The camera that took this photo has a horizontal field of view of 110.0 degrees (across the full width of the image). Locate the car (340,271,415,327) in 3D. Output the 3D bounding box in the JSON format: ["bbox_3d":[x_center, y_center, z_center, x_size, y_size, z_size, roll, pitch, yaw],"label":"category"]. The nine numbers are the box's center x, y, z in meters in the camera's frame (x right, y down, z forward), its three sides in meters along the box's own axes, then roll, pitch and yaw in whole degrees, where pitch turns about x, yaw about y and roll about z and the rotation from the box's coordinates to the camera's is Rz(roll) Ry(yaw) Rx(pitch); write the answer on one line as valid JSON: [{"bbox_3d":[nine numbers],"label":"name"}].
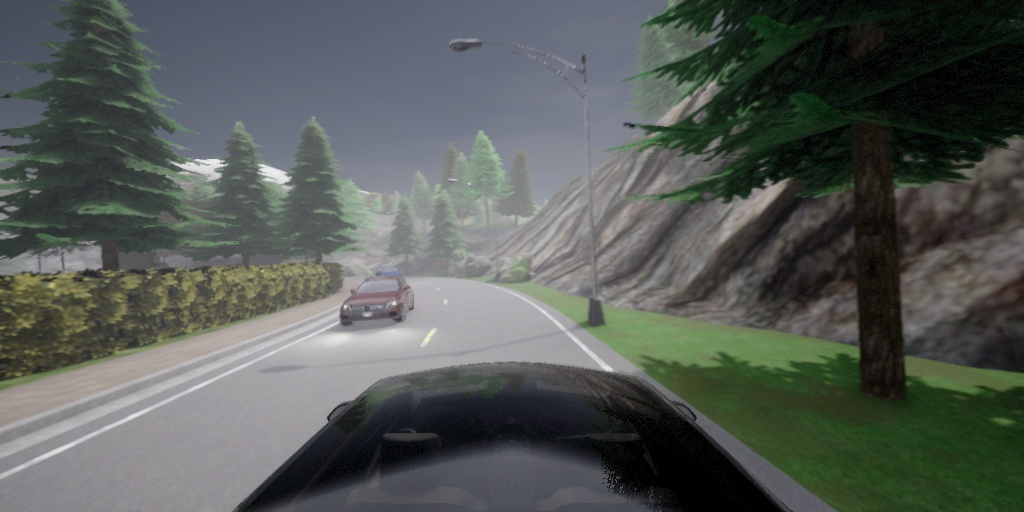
[{"bbox_3d":[-4.632,1.484,12.938,1.812,1.442,4.674,-3,0,-8],"label":"car"}]

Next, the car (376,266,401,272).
[{"bbox_3d":[-11.888,1.757,34.628,1.882,1.535,5.008,-3,0,-29],"label":"car"}]
